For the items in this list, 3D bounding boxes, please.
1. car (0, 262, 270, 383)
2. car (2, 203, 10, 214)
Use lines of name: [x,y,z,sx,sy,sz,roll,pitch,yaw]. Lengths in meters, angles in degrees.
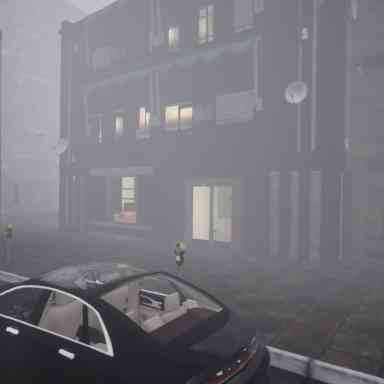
car: [-1.300,1.550,3.939,4.403,1.369,2.008,0,1,35]
car: [-21.544,1.628,34.882,2.008,1.369,4.403,1,0,36]
